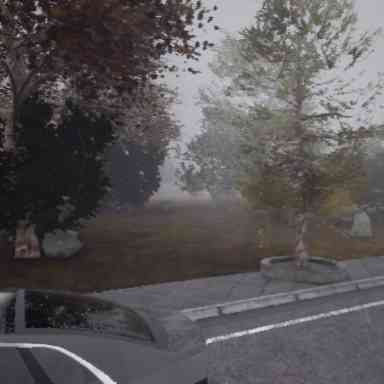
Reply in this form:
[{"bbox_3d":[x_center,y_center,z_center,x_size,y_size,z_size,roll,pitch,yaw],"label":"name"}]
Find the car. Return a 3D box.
[{"bbox_3d":[-2.137,1.567,2.142,4.892,1.490,1.837,1,-1,-27],"label":"car"}]
